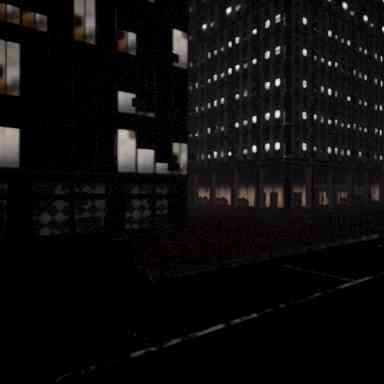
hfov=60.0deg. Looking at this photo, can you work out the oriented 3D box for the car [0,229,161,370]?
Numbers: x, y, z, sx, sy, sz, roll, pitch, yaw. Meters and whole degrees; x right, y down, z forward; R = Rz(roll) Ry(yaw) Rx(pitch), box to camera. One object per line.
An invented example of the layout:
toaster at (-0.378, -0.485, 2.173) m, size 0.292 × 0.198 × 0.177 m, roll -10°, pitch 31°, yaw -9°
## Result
car at (-2.578, 1.433, 4.705) m, size 4.097 × 1.590 × 1.967 m, roll -1°, pitch 2°, yaw -36°
